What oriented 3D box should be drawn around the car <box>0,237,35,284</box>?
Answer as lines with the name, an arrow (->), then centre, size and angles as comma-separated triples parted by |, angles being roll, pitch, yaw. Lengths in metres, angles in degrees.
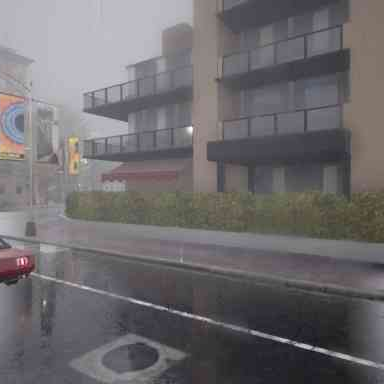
car -> -6.009, 1.601, 8.266 | 4.718, 1.301, 1.895 | 0, 0, 35
